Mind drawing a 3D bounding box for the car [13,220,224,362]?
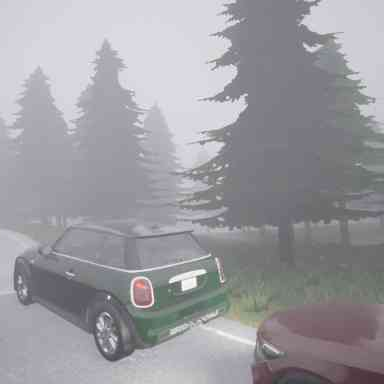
[{"bbox_3d":[-1.573,1.309,6.205,4.553,1.767,2.097,1,1,44],"label":"car"}]

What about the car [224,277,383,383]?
[{"bbox_3d":[2.760,1.532,2.589,4.674,1.442,1.812,1,0,36],"label":"car"}]
